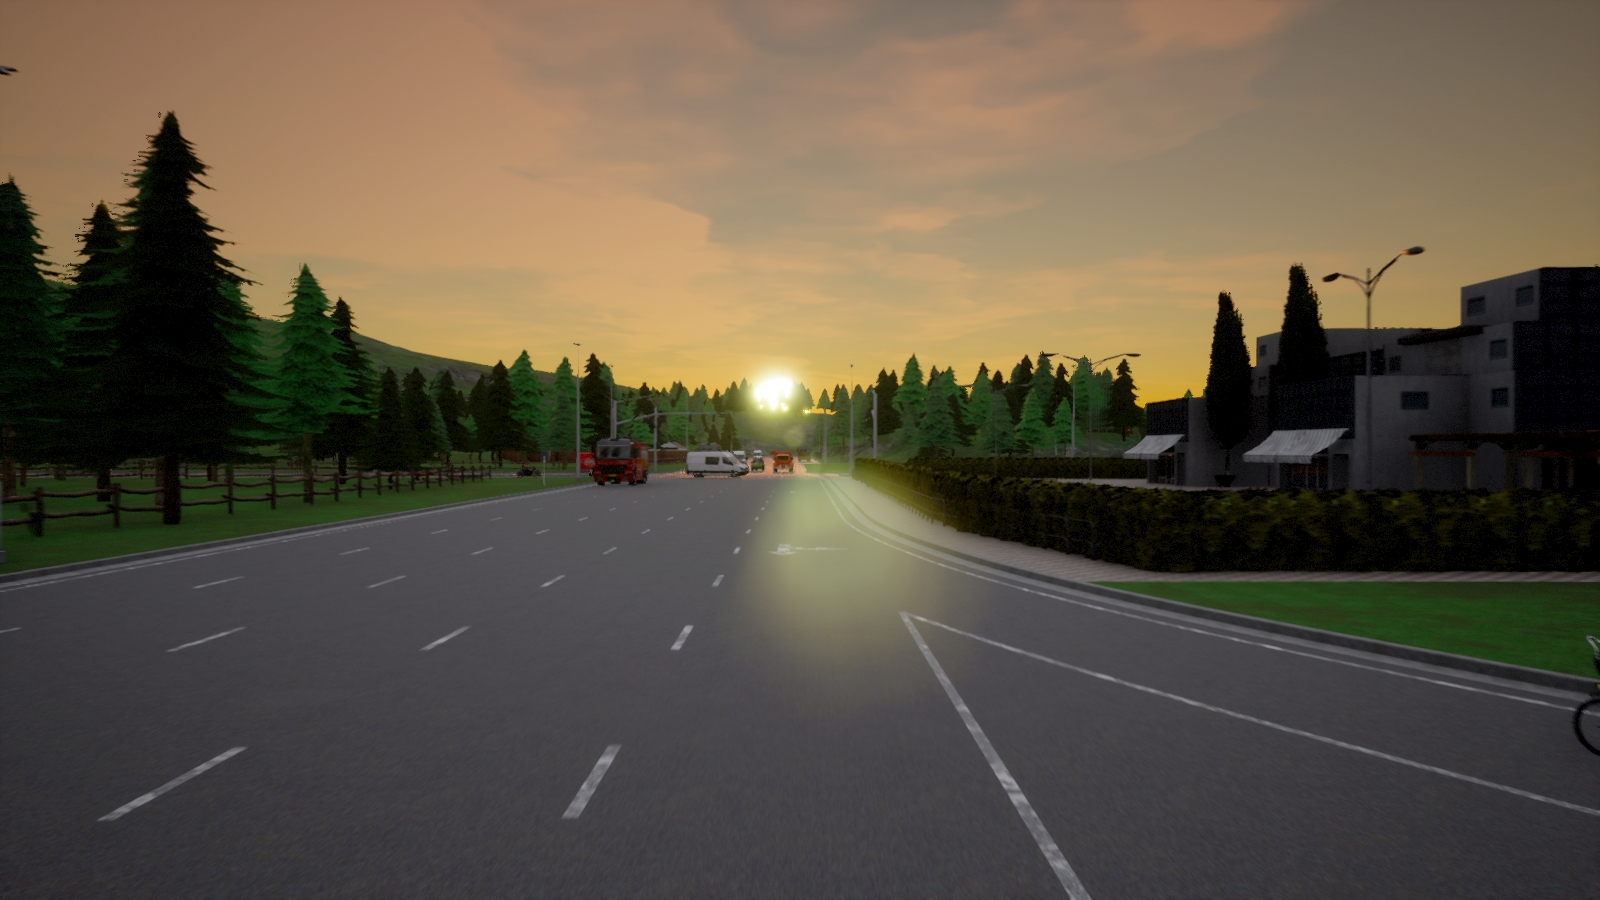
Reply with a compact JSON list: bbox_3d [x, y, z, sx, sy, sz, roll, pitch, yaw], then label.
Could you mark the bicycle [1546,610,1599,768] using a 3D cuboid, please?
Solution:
[{"bbox_3d":[7.526,2.151,9.948,0.859,1.276,1.487,0,0,-27],"label":"bicycle"}]
